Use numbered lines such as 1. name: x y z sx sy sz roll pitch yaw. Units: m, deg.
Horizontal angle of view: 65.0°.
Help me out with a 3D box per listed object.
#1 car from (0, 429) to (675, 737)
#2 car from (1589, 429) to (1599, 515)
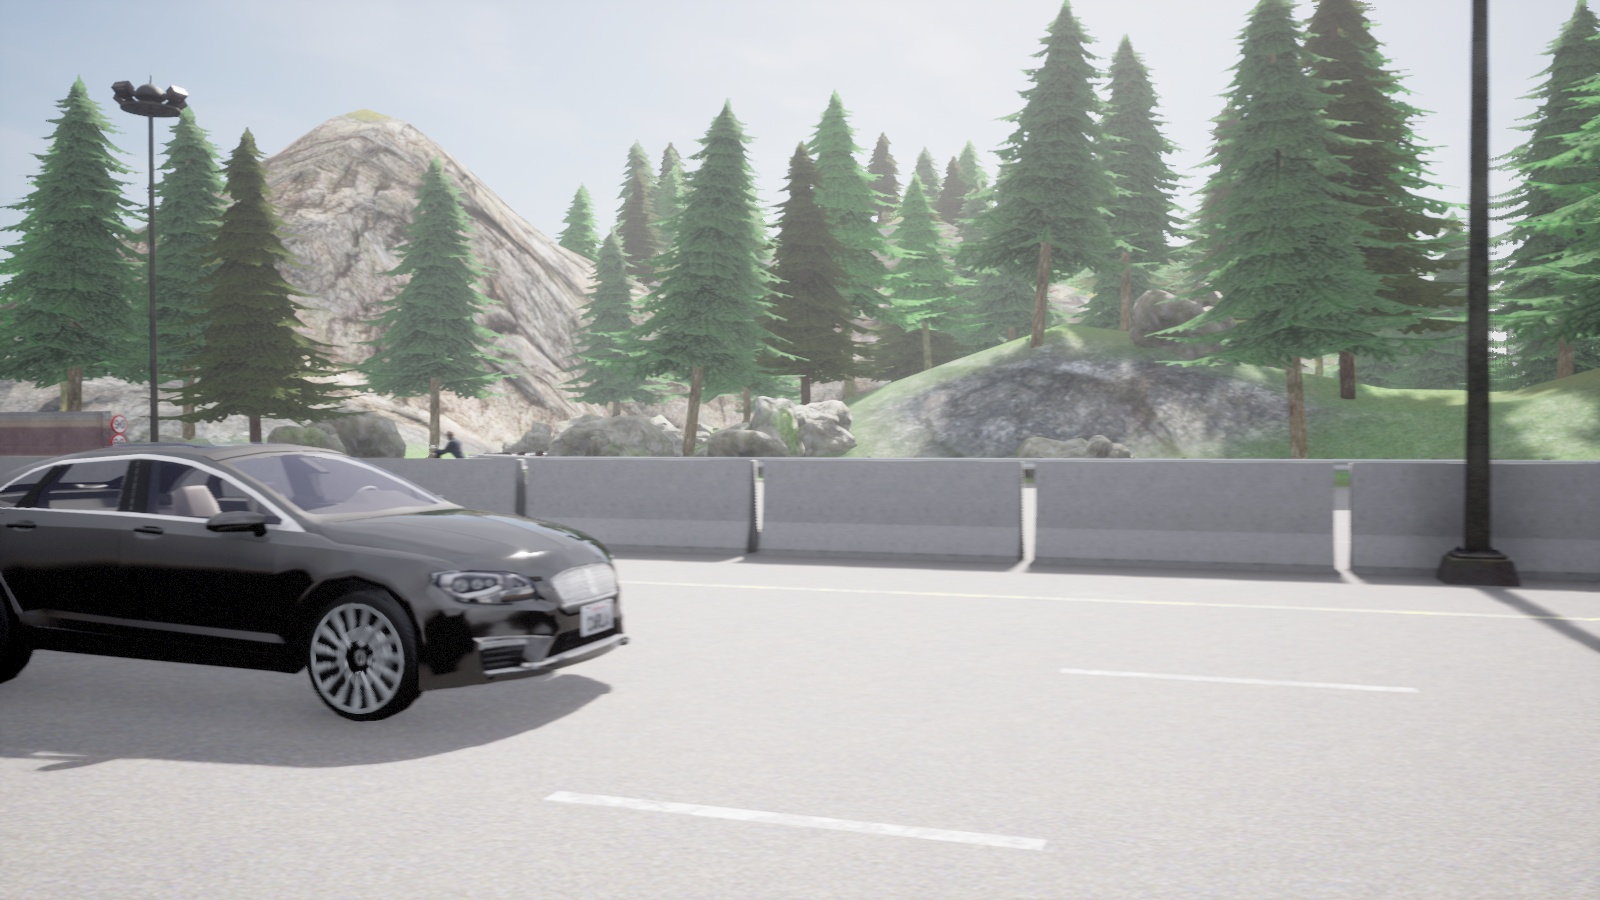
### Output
1. car: -3.491 0.639 8.061 4.902 1.511 2.128 1 1 19
2. car: 17.604 0.453 23.116 4.856 1.649 2.033 1 1 19
